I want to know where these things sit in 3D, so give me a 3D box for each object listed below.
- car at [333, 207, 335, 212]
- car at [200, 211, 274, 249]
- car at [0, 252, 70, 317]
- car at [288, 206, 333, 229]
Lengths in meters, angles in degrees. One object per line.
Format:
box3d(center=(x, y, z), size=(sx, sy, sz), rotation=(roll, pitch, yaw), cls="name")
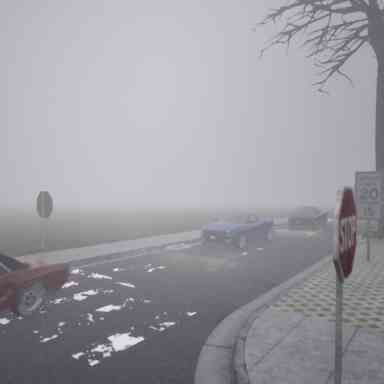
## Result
box3d(center=(15.703, 2.096, 34.864), size=(1.994, 1.385, 4.181), rotation=(0, -1, 35), cls="car")
box3d(center=(2.312, 1.686, 15.972), size=(1.882, 1.535, 5.008), rotation=(0, -1, 35), cls="car")
box3d(center=(-4.329, 1.636, 5.276), size=(1.895, 1.301, 4.718), rotation=(0, -1, 24), cls="car")
box3d(center=(8.897, 1.846, 25.273), size=(1.882, 1.535, 5.008), rotation=(0, 0, 35), cls="car")
